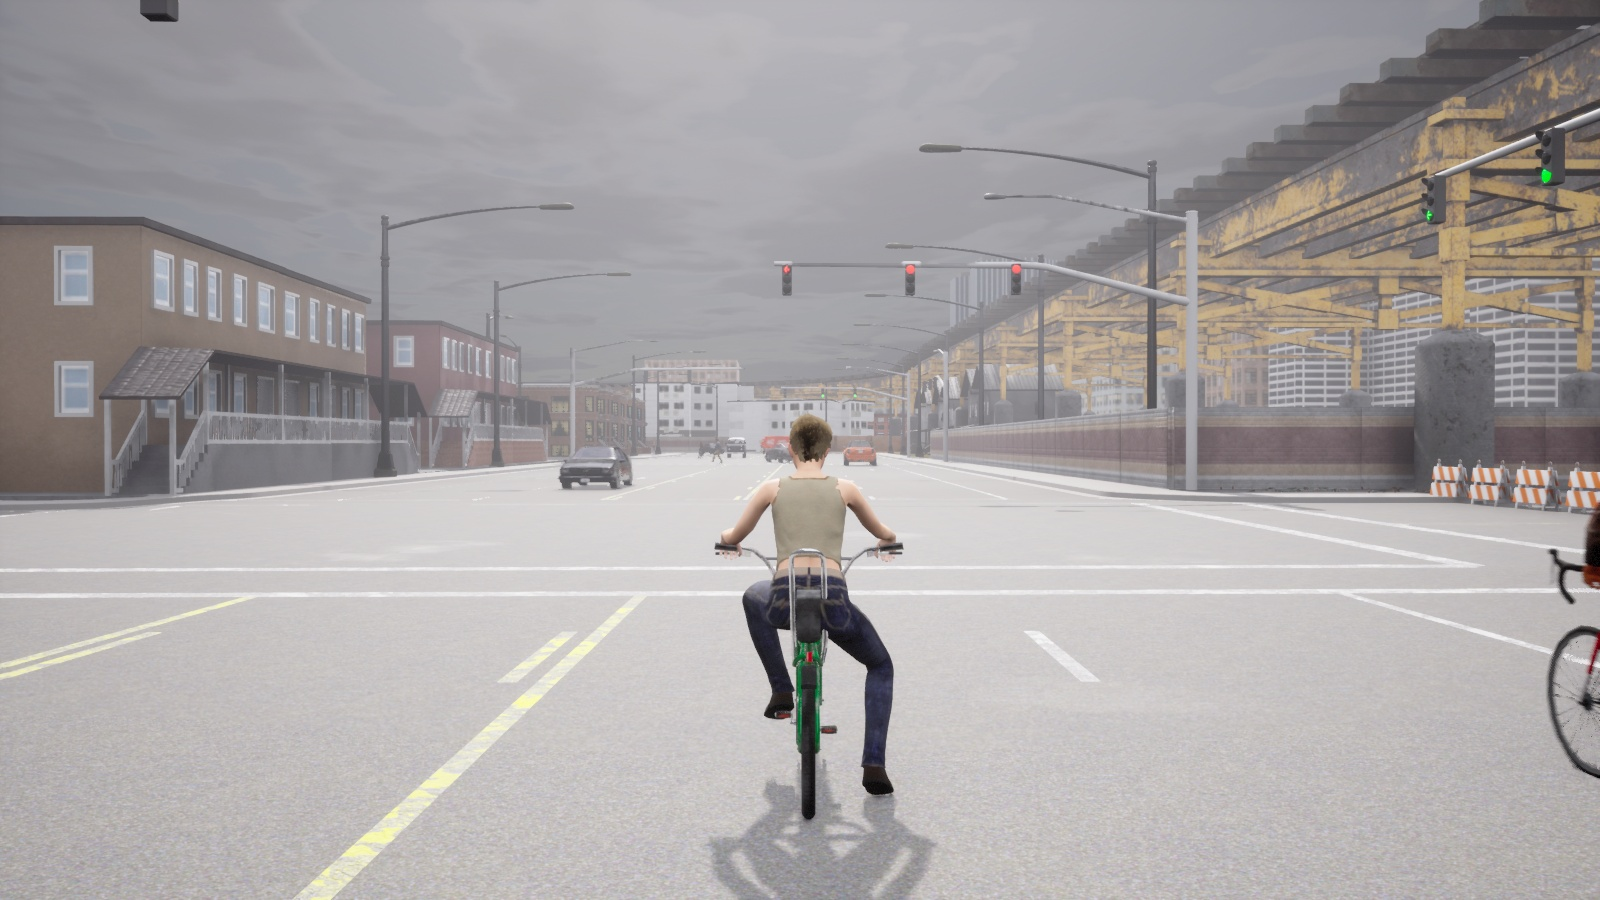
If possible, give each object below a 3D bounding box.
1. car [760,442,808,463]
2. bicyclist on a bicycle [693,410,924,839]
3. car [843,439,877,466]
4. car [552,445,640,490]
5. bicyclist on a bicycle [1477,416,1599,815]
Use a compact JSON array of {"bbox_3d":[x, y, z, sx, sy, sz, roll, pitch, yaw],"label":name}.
[{"bbox_3d":[-1.230,0.168,94.525,2.128,1.511,4.902,0,0,-19],"label":"car"},{"bbox_3d":[0.038,0.652,5.474,0.866,1.612,1.509,0,0,0],"label":"bicyclist on a bicycle"},{"bbox_3d":[3.953,0.135,83.833,2.097,1.767,4.553,0,0,0],"label":"car"},{"bbox_3d":[-6.765,0.550,42.193,2.033,1.411,5.357,0,0,0],"label":"car"},{"bbox_3d":[3.543,0.673,5.207,0.582,1.620,1.656,0,0,0],"label":"bicyclist on a bicycle"}]
